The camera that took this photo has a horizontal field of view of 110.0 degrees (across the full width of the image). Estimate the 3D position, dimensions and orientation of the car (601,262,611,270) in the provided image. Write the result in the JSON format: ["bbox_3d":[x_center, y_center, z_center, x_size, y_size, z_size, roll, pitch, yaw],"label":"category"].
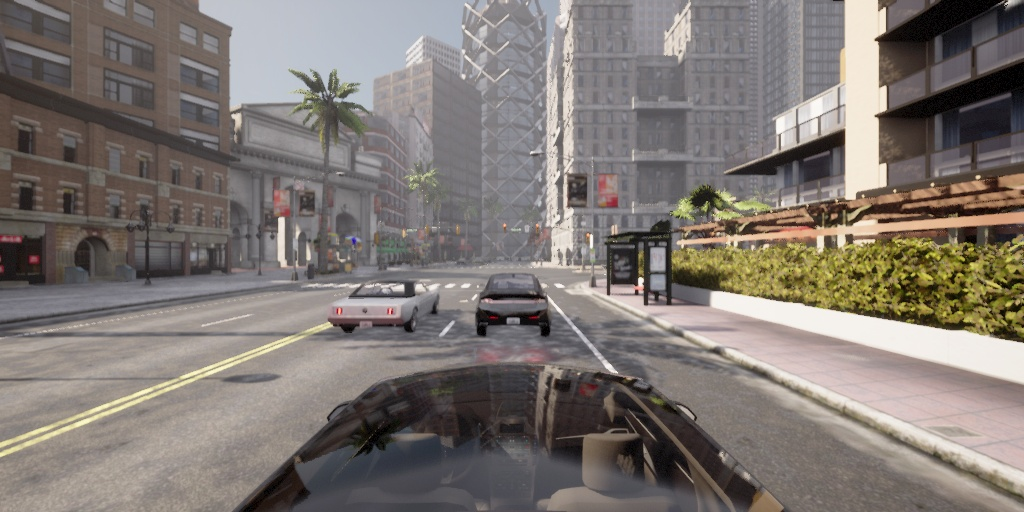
[{"bbox_3d":[14.936,1.176,50.071,4.902,1.511,2.128,0,0,0],"label":"car"}]

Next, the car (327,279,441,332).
[{"bbox_3d":[-3.457,1.339,10.749,1.895,1.301,4.718,0,0,0],"label":"car"}]

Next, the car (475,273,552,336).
[{"bbox_3d":[0.041,1.230,10.370,2.128,1.511,4.902,0,0,0],"label":"car"}]
